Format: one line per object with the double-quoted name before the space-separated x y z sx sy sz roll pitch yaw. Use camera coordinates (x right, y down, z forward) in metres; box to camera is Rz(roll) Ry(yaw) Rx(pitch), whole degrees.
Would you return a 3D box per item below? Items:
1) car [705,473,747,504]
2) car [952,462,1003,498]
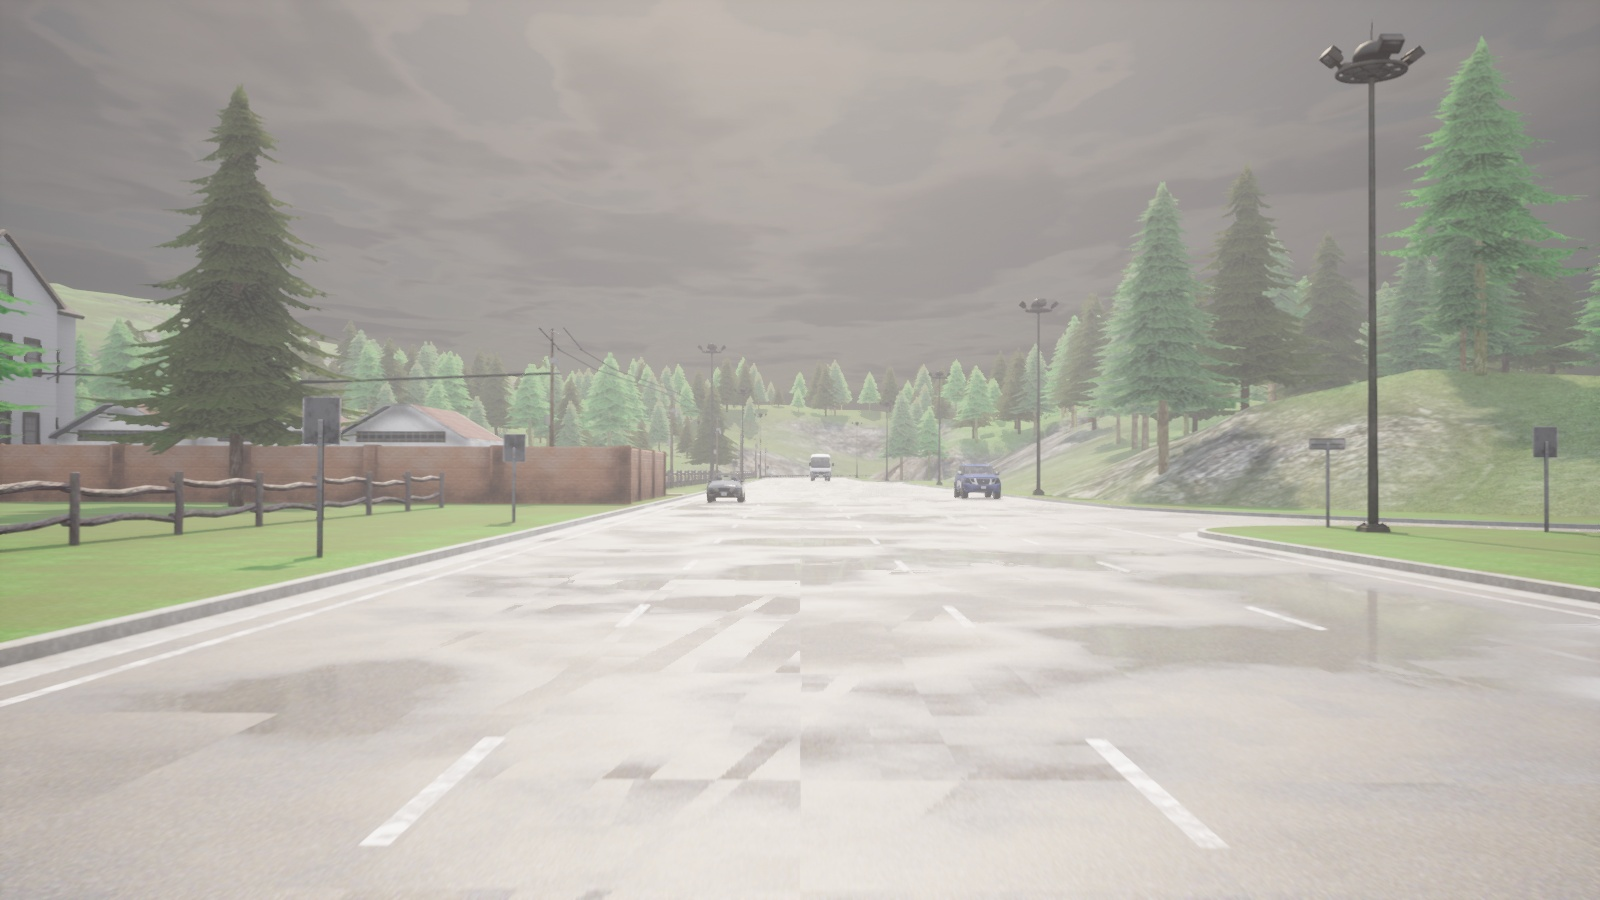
"car" -3.636 1.883 62.140 1.816 1.474 4.193 0 -1 0
"car" 10.337 1.721 73.400 2.150 2.045 5.566 0 -1 0
